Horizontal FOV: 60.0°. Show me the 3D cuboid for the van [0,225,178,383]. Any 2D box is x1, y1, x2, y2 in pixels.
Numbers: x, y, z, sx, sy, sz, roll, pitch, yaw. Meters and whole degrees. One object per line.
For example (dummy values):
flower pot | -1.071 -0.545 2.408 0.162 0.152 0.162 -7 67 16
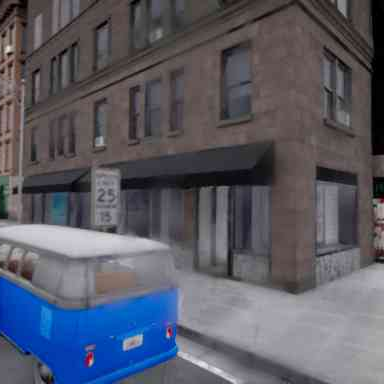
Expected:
van | -1.984 1.468 5.046 3.998 1.788 1.690 -1 -3 44
